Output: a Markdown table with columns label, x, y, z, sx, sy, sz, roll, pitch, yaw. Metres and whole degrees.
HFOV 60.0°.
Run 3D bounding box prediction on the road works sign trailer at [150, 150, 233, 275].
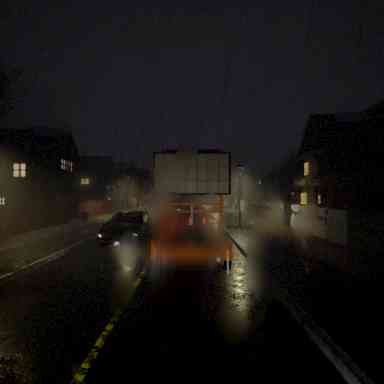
| label | x | y | z | sx | sy | sz | roll | pitch | yaw |
| --- | --- | --- | --- | --- | --- | --- | --- | --- | --- |
| road works sign trailer | -0.002 | 0.484 | 10.454 | 2.380 | 3.560 | 2.880 | 0 | 0 | 1 |

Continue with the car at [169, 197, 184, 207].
| label | x | y | z | sx | sy | sz | roll | pitch | yaw |
| --- | --- | --- | --- | --- | --- | --- | --- | --- | --- |
| car | -2.829 | 1.902 | 56.417 | 1.895 | 1.301 | 4.718 | 0 | -1 | 0 |

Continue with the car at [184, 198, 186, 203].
| label | x | y | z | sx | sy | sz | roll | pitch | yaw |
| --- | --- | --- | --- | --- | --- | --- | --- | --- | --- |
| car | -2.737 | 2.188 | 90.316 | 1.882 | 1.535 | 5.008 | 0 | -1 | 0 |

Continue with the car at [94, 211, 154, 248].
| label | x | y | z | sx | sy | sz | roll | pitch | yaw |
| --- | --- | --- | --- | --- | --- | --- | --- | --- | --- |
| car | -2.848 | 1.581 | 15.259 | 2.033 | 1.411 | 5.357 | 0 | 0 | 0 |
